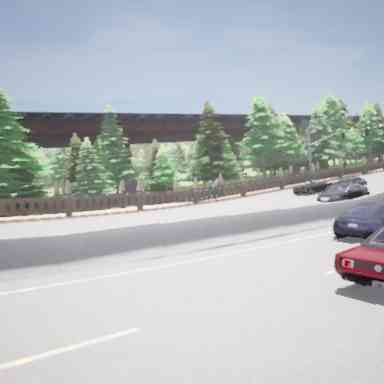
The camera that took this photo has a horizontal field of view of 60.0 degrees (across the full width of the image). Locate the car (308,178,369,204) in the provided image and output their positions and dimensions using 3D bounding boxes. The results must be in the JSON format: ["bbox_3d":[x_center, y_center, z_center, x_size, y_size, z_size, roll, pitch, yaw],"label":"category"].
[{"bbox_3d":[11.369,0.157,24.994,4.902,1.511,2.128,-7,4,-35],"label":"car"}]

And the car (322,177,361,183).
[{"bbox_3d":[14.954,-0.646,31.820,4.892,1.490,1.837,-8,5,-35],"label":"car"}]

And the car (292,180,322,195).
[{"bbox_3d":[12.475,-0.495,34.351,4.718,1.301,1.895,-9,5,-35],"label":"car"}]

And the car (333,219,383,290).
[{"bbox_3d":[5.369,1.387,7.575,4.718,1.301,1.895,-3,2,-35],"label":"car"}]

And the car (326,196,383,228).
[{"bbox_3d":[7.554,1.071,13.437,4.181,1.385,1.994,-5,3,-36],"label":"car"}]
